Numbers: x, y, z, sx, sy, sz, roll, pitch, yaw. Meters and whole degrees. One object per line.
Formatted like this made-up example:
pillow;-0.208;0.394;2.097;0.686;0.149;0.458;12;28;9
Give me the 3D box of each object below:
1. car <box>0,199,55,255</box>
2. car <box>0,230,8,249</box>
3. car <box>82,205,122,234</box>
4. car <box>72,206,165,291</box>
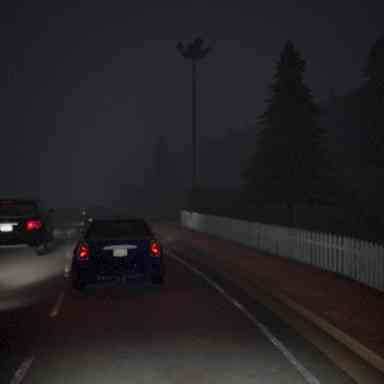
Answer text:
car;-6.807;1.270;13.211;2.150;2.045;5.566;0;0;-19
car;-4.170;1.513;3.651;2.128;1.511;4.902;0;0;-9
car;-5.851;1.612;21.126;2.033;1.411;5.357;0;0;-19
car;-2.128;1.377;9.452;2.097;1.767;4.553;0;0;-14
